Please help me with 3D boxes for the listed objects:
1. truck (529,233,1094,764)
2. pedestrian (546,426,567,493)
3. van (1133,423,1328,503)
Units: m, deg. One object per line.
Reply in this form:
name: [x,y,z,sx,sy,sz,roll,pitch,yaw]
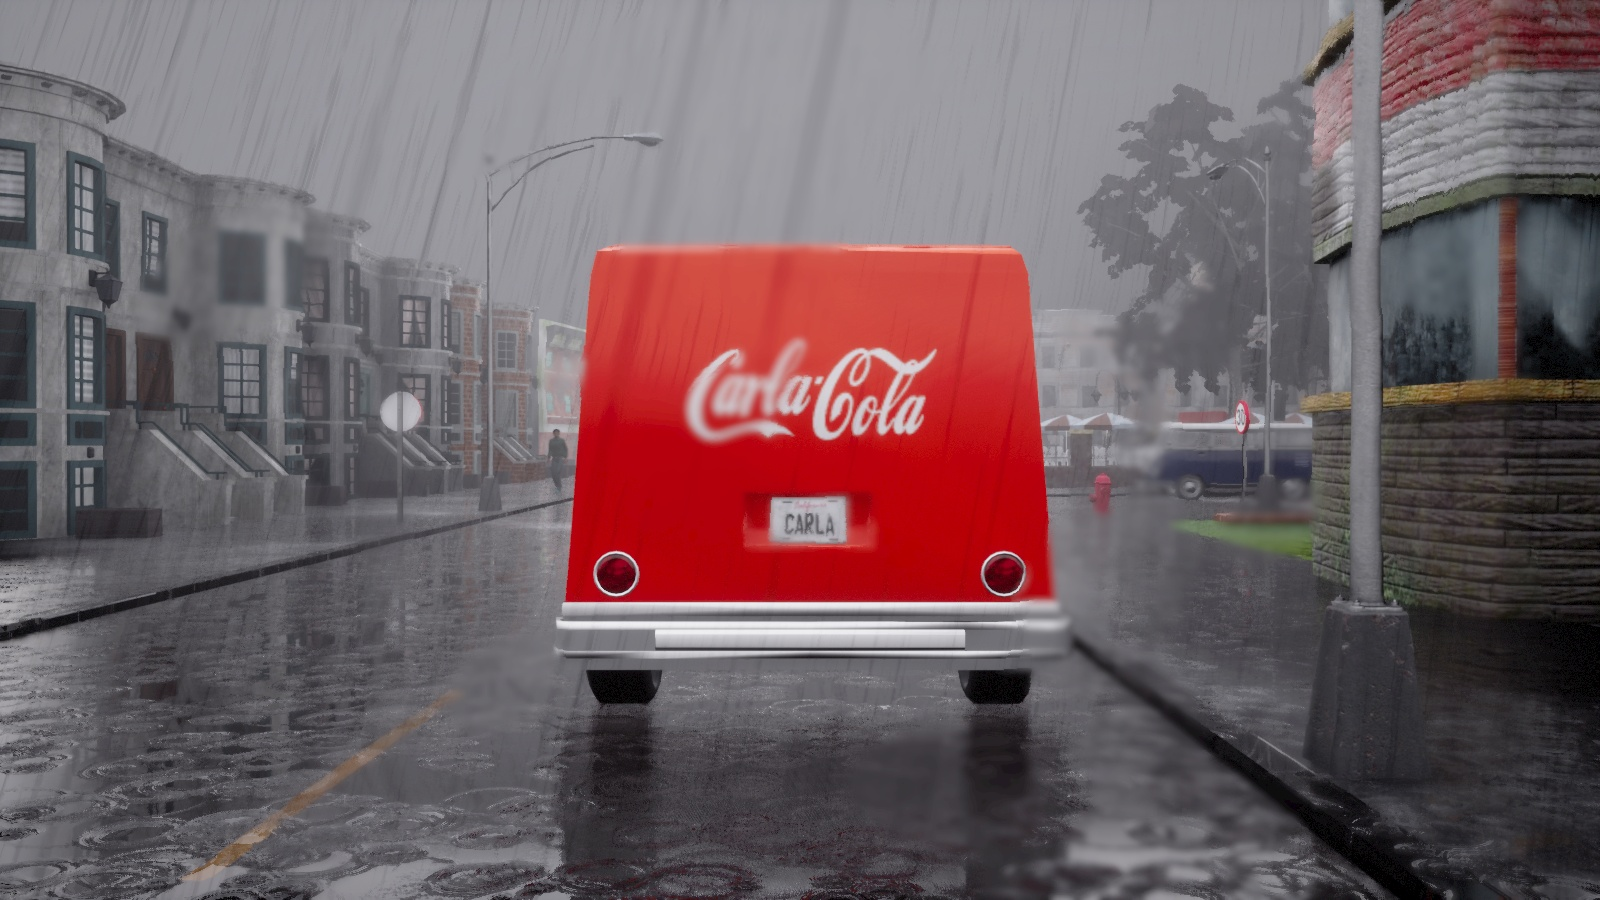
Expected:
truck: [0.065,0.212,8.449,2.627,2.467,5.204,0,0,0]
pedestrian: [-6.714,0.255,34.599,0.353,1.847,0.614,0,0,12]
van: [11.079,0.326,32.520,4.442,1.987,1.775,0,0,0]
